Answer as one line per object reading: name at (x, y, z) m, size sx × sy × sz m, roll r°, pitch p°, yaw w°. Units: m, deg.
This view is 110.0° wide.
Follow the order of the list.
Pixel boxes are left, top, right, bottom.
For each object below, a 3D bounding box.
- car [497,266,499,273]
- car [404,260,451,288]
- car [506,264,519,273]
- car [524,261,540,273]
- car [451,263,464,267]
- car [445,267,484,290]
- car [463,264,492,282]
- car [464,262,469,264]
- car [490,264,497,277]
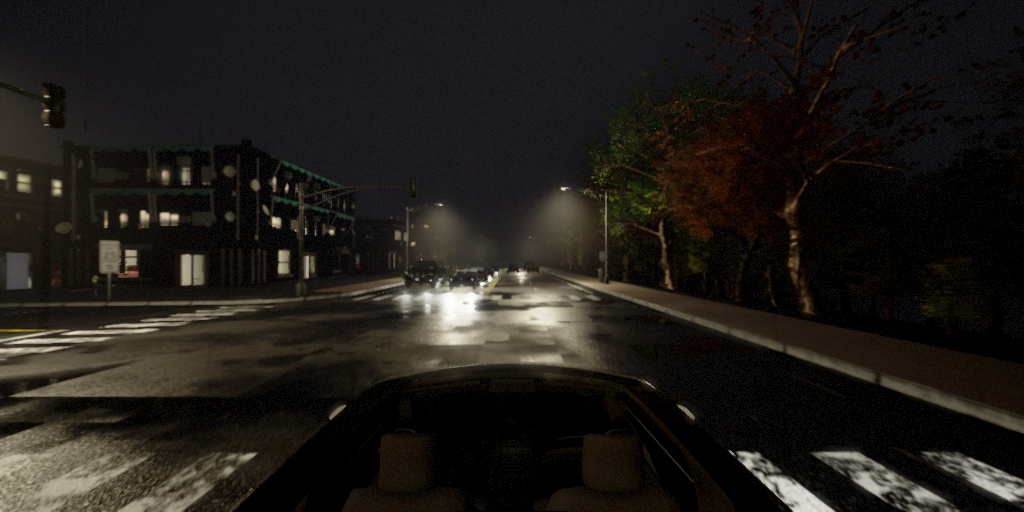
car at (-3.229, 2.098, 61.448) m, size 1.812 × 1.442 × 4.674 m, roll 0°, pitch -1°, yaw 0°
car at (-6.566, 1.331, 27.871) m, size 2.150 × 2.045 × 5.566 m, roll 0°, pitch -1°, yaw 2°
car at (0.123, 2.025, 57.863) m, size 1.837 × 1.490 × 4.892 m, roll 0°, pitch -1°, yaw 0°
car at (3.374, 1.997, 57.727) m, size 1.882 × 1.535 × 5.008 m, roll 0°, pitch -1°, yaw 0°
car at (-6.584, 1.752, 37.926) m, size 1.837 × 1.490 × 4.892 m, roll 0°, pitch -1°, yaw 0°
car at (-3.342, 1.686, 26.055) m, size 1.895 × 1.301 × 4.718 m, roll 0°, pitch -1°, yaw 0°
car at (-3.333, 1.770, 34.875) m, size 1.994 × 1.385 × 4.181 m, roll 0°, pitch -1°, yaw 0°
car at (-6.567, 1.738, 48.104) m, size 2.097 × 1.767 × 4.553 m, roll 0°, pitch -1°, yaw 0°
car at (-3.323, 1.912, 45.274) m, size 1.994 × 1.385 × 4.181 m, roll 0°, pitch -1°, yaw 0°
